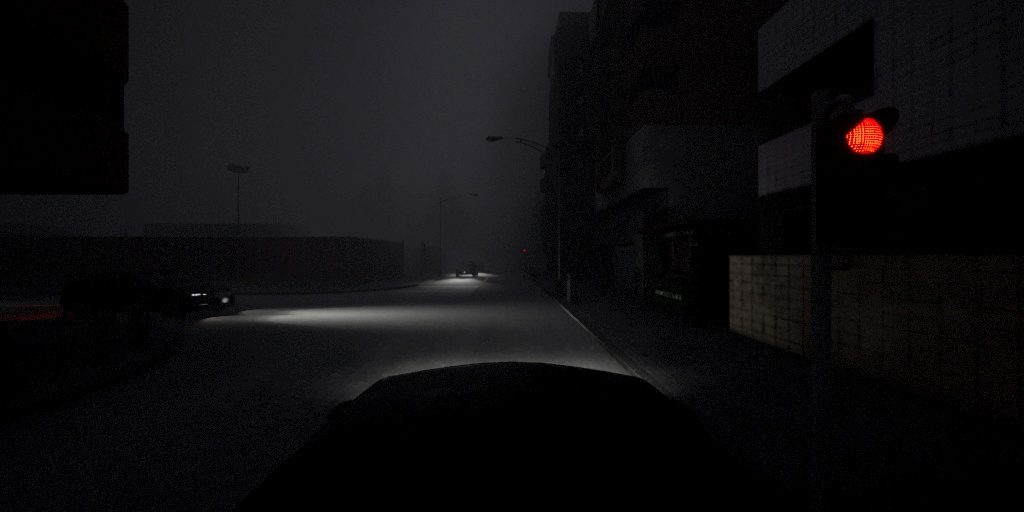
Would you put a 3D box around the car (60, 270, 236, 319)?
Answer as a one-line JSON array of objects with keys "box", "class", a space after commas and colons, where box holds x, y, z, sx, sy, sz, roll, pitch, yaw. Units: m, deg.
[{"box": [-12.210, 1.241, 12.217, 4.902, 1.511, 2.128, 0, 0, 1], "class": "car"}]

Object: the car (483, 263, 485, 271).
[{"box": [-4.477, 1.351, 45.779, 1.895, 1.301, 4.718, 0, 0, 0], "class": "car"}]

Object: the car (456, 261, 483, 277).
[{"box": [-4.410, 1.242, 35.665, 2.128, 1.511, 4.902, 0, 0, 0], "class": "car"}]
